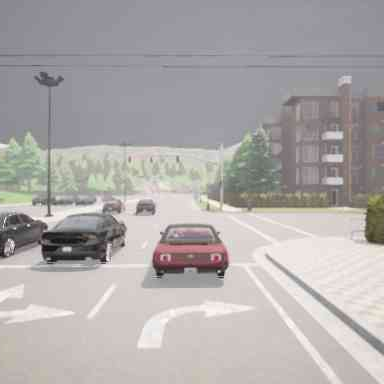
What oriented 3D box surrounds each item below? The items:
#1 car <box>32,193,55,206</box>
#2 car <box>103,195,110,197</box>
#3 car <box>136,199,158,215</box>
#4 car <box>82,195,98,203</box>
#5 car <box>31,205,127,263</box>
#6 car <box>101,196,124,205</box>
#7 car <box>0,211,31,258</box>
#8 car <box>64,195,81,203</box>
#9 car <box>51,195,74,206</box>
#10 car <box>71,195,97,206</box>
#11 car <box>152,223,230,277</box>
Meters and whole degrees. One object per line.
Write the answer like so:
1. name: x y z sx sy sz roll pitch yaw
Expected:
1. car: -24.112 1.184 54.509 2.150 2.045 5.566 0 0 -1
2. car: -17.298 1.456 68.025 1.837 1.490 4.892 0 0 -1
3. car: -4.650 1.484 34.224 1.837 1.490 4.892 0 0 -3
4. car: -20.798 1.455 68.009 1.837 1.490 4.892 0 0 -1
5. car: -3.600 1.469 11.943 1.882 1.535 5.008 0 0 -1
6. car: -8.217 1.503 35.101 1.812 1.442 4.674 0 0 -3
7. car: -7.148 1.497 12.708 1.837 1.490 4.892 0 1 -2
8. car: -24.297 1.454 67.857 1.837 1.490 4.892 0 0 -1
9. car: -20.600 1.564 53.409 1.895 1.301 4.718 0 0 -1
10. car: -17.097 1.565 53.121 1.895 1.301 4.718 0 0 -1
11. car: -0.063 1.595 10.174 1.895 1.301 4.718 0 0 -1
